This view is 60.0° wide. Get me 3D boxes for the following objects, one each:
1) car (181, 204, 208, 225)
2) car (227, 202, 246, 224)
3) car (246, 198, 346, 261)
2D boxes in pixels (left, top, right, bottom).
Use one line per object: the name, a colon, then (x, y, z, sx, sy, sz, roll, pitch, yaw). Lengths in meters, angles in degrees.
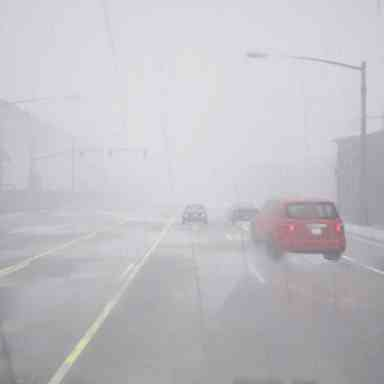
car: (0.196, 1.549, 24.032, 2.033, 1.411, 5.357, 0, 0, 0)
car: (3.699, 1.485, 24.541, 1.882, 1.535, 5.008, 0, 0, 0)
car: (3.646, 1.230, 12.406, 2.150, 2.045, 5.566, 0, 0, 0)
